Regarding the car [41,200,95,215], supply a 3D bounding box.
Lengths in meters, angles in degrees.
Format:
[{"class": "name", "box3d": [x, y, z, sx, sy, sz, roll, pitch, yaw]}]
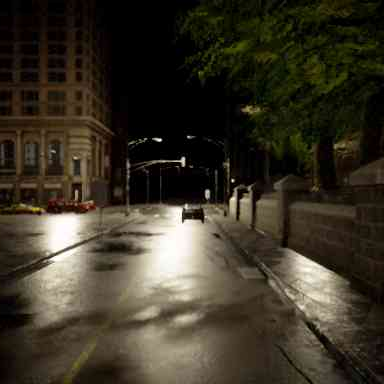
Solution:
[{"class": "car", "box3d": [-14.878, 1.835, 40.033, 5.009, 1.841, 2.192, -1, 0, 0]}]

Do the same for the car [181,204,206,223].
[{"class": "car", "box3d": [0.094, 1.711, 27.428, 2.128, 1.511, 4.902, 0, 0, 1]}]

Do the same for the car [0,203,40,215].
[{"class": "car", "box3d": [-20.246, 2.118, 40.051, 4.829, 1.417, 1.752, -1, 0, 0]}]

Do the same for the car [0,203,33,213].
[{"class": "car", "box3d": [-25.937, 2.278, 48.594, 4.313, 1.339, 1.947, -1, 0, 0]}]

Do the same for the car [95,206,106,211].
[{"class": "car", "box3d": [-14.859, 2.004, 48.559, 4.097, 1.590, 1.967, -1, 0, 0]}]
